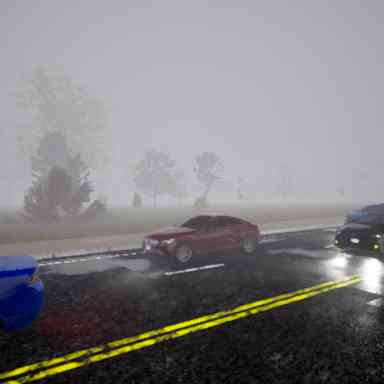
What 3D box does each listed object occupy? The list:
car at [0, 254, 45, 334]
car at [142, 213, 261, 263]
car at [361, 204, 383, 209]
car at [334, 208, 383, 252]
[{"bbox_3d":[-4.666,1.482,4.336,5.008,1.535,1.882,0,0,-35],"label":"car"},{"bbox_3d":[0.501,1.510,11.990,4.674,1.442,1.812,0,0,-35],"label":"car"},{"bbox_3d":[10.924,1.431,19.418,5.008,1.535,1.882,0,0,-35],"label":"car"},{"bbox_3d":[7.405,1.532,12.947,4.181,1.385,1.994,0,0,-35],"label":"car"}]
